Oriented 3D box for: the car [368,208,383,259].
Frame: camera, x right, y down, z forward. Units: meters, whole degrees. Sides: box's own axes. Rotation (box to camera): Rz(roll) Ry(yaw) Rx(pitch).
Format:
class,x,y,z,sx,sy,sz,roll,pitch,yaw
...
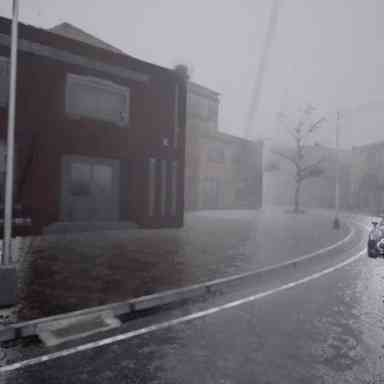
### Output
class,x,y,z,sx,sy,sz,roll,pitch,yaw
car,8.057,1.512,12.553,2.097,1.767,4.553,0,0,35
